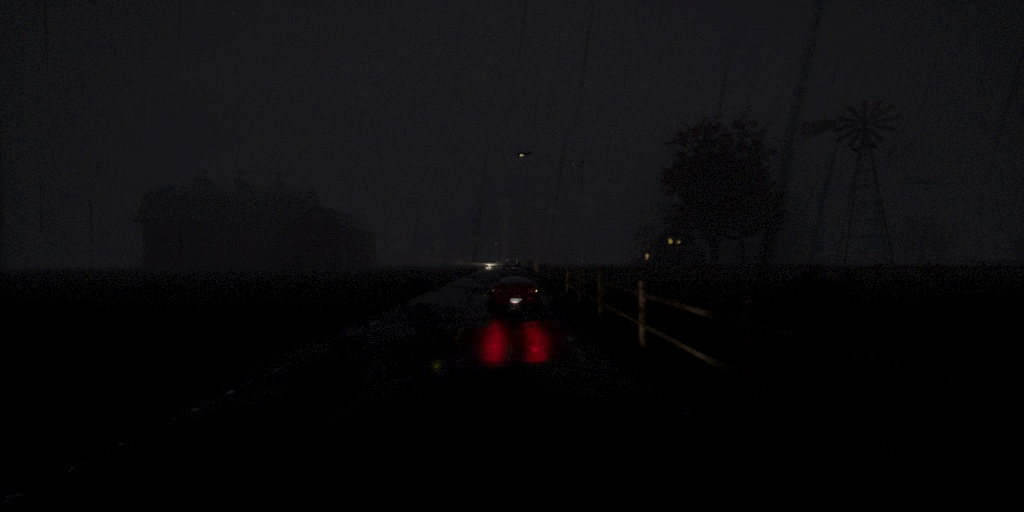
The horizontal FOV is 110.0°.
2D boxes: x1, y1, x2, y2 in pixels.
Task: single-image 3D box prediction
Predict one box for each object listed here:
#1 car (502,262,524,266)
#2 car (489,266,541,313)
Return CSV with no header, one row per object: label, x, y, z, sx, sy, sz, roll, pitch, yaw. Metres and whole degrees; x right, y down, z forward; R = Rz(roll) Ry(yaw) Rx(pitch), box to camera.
car,0.095,1.240,32.275,2.128,1.511,4.902,0,0,0
car,0.098,1.274,13.940,1.812,1.442,4.674,0,0,0
